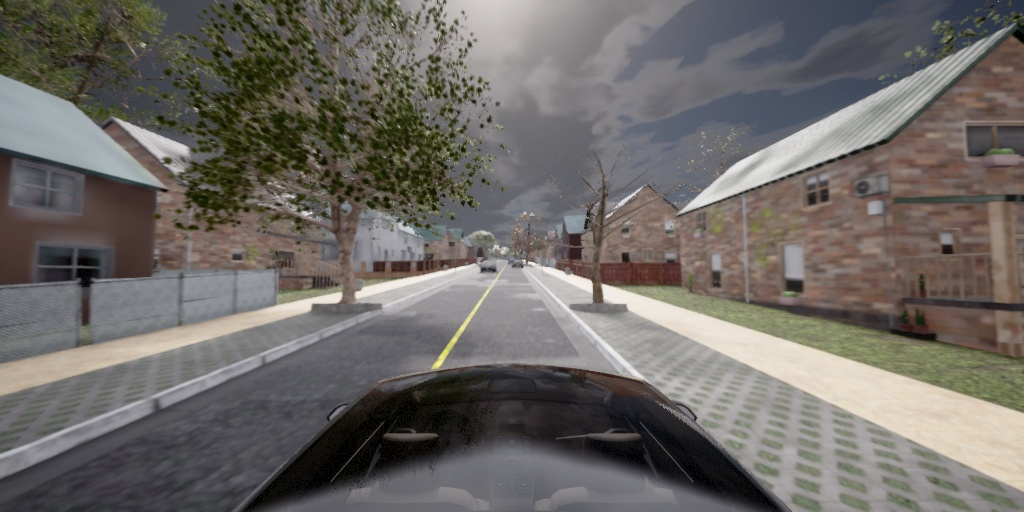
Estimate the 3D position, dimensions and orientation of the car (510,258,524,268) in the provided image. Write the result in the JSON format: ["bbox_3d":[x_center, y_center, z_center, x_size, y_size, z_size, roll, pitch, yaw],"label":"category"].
[{"bbox_3d":[0.952,1.291,59.951,1.812,1.442,4.674,0,0,0],"label":"car"}]

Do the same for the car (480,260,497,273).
[{"bbox_3d":[-2.836,1.245,43.753,1.882,1.535,5.008,0,0,0],"label":"car"}]
